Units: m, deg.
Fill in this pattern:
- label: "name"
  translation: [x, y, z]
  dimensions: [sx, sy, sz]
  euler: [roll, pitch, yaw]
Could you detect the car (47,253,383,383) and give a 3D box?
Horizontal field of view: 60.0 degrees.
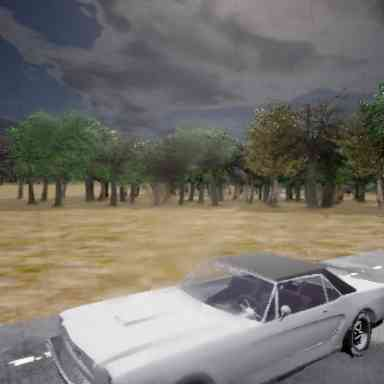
- label: "car"
  translation: [0.682, 1.610, 4.479]
  dimensions: [4.718, 1.301, 1.895]
  euler: [0, 0, -35]
